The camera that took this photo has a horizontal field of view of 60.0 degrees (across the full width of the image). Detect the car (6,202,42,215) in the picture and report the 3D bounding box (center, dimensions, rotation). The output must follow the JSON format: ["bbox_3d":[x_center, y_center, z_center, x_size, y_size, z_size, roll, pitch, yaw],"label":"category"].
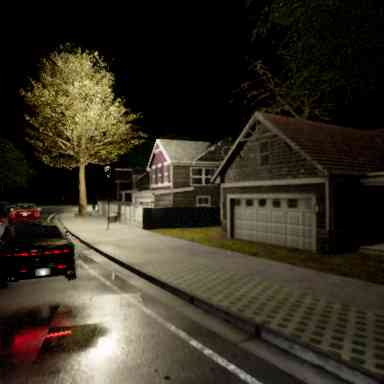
[{"bbox_3d":[-12.918,1.674,25.930,2.097,1.767,4.553,0,-1,-24],"label":"car"}]

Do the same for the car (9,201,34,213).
[{"bbox_3d":[-24.595,2.143,48.200,2.128,1.511,4.902,0,-1,-14],"label":"car"}]

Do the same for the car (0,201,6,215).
[{"bbox_3d":[-21.069,1.818,36.851,2.097,1.767,4.553,0,-1,-17],"label":"car"}]

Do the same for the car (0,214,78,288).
[{"bbox_3d":[-4.679,1.627,9.776,1.837,1.490,4.892,0,-1,-31],"label":"car"}]
